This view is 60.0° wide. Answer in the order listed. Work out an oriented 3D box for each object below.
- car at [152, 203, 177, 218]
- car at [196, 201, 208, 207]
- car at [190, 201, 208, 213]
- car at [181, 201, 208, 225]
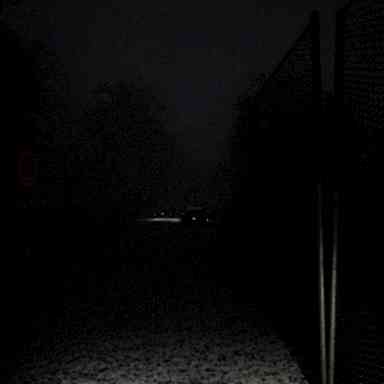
[{"bbox_3d":[-2.575,1.769,31.940,1.994,1.385,4.181,0,-1,2],"label":"car"},{"bbox_3d":[2.159,2.634,73.099,1.994,1.385,4.181,0,-2,10],"label":"car"},{"bbox_3d":[0.960,1.921,42.899,2.033,1.411,5.357,0,-1,4],"label":"car"},{"bbox_3d":[0.172,1.653,24.814,1.812,1.442,4.674,0,-1,1],"label":"car"}]
